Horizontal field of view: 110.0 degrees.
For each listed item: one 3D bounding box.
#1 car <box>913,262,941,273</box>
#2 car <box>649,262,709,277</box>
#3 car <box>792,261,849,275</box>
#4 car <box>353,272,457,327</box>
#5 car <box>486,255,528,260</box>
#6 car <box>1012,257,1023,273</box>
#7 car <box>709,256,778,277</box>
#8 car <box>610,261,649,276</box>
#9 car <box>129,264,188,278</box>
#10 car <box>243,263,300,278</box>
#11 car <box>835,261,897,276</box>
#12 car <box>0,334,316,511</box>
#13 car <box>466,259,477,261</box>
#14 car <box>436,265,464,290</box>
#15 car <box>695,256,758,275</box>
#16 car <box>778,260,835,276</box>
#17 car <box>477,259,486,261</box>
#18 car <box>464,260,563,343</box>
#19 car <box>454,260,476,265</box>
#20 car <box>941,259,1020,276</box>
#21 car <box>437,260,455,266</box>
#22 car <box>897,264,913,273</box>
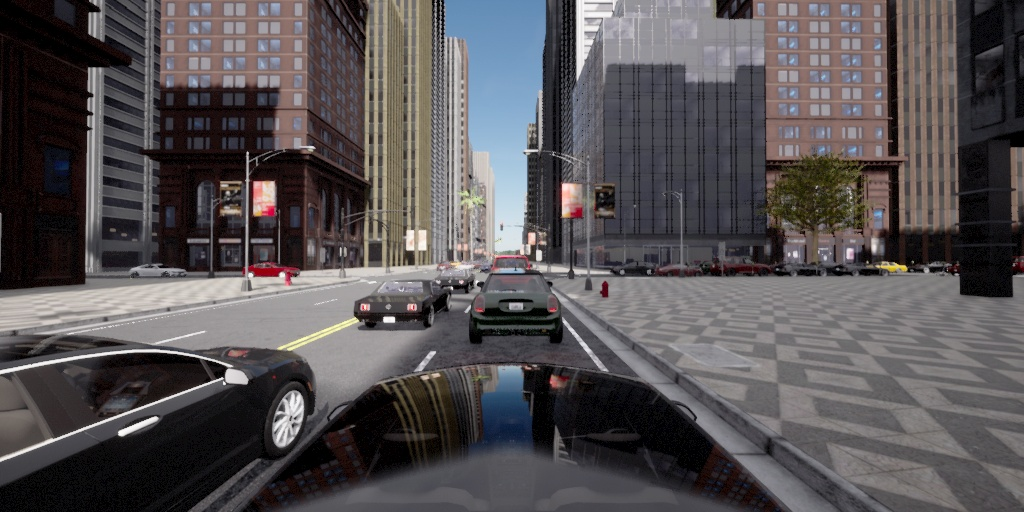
[{"bbox_3d":[48.939,1.315,41.960,4.313,1.339,1.948,0,0,-1],"label":"car"},{"bbox_3d":[15.255,1.320,32.844,4.207,1.307,1.802,0,0,-1],"label":"car"},{"bbox_3d":[33.428,1.276,38.931,4.674,1.442,1.812,0,-1,-1],"label":"car"},{"bbox_3d":[-3.167,1.359,11.473,1.895,1.301,4.718,0,0,0],"label":"car"},{"bbox_3d":[-0.036,0.999,19.346,2.150,2.045,5.566,0,0,0],"label":"car"},{"bbox_3d":[49.081,0.965,33.436,5.009,1.841,2.192,0,0,-1],"label":"car"},{"bbox_3d":[20.893,1.033,32.943,5.009,1.841,2.192,0,0,-1],"label":"car"},{"bbox_3d":[13.032,1.317,38.581,4.892,1.490,1.837,0,-1,-1],"label":"car"},{"bbox_3d":[-34.312,1.498,34.785,4.674,1.442,1.812,0,-1,0],"label":"car"},{"bbox_3d":[-23.273,1.400,34.798,5.008,1.535,1.882,0,-1,1],"label":"car"},{"bbox_3d":[32.167,1.252,33.140,4.313,1.339,1.948,0,0,-1],"label":"car"},{"bbox_3d":[-3.151,1.255,2.153,1.837,1.490,4.892,0,0,0],"label":"car"},{"bbox_3d":[-6.693,1.620,60.953,1.895,1.301,4.718,0,0,0],"label":"car"},{"bbox_3d":[-3.189,1.383,20.642,1.895,1.301,4.718,0,0,0],"label":"car"},{"bbox_3d":[23.071,1.001,38.766,5.566,2.045,2.150,0,-1,-2],"label":"car"},{"bbox_3d":[26.530,1.268,33.041,4.313,1.339,1.948,0,0,-1],"label":"car"},{"bbox_3d":[-3.118,1.479,47.678,2.033,1.411,5.357,0,0,1],"label":"car"},{"bbox_3d":[0.081,1.107,9.826,2.097,1.767,4.553,0,0,0],"label":"car"},{"bbox_3d":[-6.696,1.559,51.789,1.895,1.301,4.718,0,0,0],"label":"car"},{"bbox_3d":[43.443,1.206,33.338,4.507,1.381,1.888,0,0,-1],"label":"car"},{"bbox_3d":[-9.941,1.492,53.044,1.812,1.442,4.674,0,0,-3],"label":"car"},{"bbox_3d":[43.130,1.285,41.858,4.829,1.417,1.751,0,0,-1],"label":"car"}]
